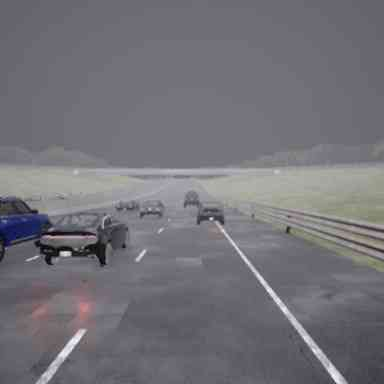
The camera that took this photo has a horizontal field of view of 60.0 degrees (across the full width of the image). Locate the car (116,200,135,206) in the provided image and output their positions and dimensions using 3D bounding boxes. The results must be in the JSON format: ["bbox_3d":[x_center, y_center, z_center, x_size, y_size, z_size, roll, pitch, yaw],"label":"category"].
[{"bbox_3d":[-6.923,1.473,36.423,1.895,1.301,4.718,0,0,0],"label":"car"}]

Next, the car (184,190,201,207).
[{"bbox_3d":[0.010,1.027,45.918,2.150,2.045,5.566,0,1,1],"label":"car"}]

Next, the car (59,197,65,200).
[{"bbox_3d":[-17.612,1.342,42.538,1.837,1.490,4.892,0,0,0],"label":"car"}]

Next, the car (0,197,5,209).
[{"bbox_3d":[-24.612,1.363,39.744,1.837,1.490,4.892,0,0,0],"label":"car"}]

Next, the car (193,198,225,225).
[{"bbox_3d":[1.210,1.410,23.123,1.837,1.490,4.892,0,0,0],"label":"car"}]

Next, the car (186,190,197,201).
[{"bbox_3d":[-0.044,0.680,66.759,2.150,2.045,5.566,0,1,0],"label":"car"}]

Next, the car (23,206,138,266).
[{"bbox_3d":[-3.407,1.437,11.374,2.128,1.511,4.902,0,0,0],"label":"car"}]

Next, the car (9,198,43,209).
[{"bbox_3d":[-21.111,1.436,42.563,1.895,1.301,4.718,0,0,0],"label":"car"}]

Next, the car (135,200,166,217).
[{"bbox_3d":[-3.417,1.437,29.489,2.033,1.411,5.357,0,0,0],"label":"car"}]

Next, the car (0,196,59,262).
[{"bbox_3d":[-6.907,1.166,11.535,2.150,2.045,5.566,0,0,0],"label":"car"}]
